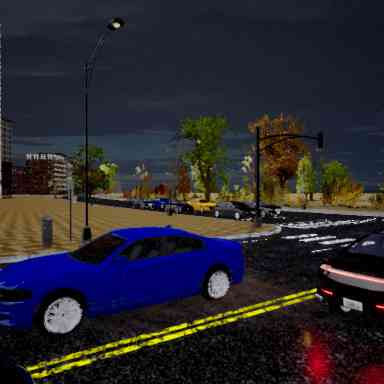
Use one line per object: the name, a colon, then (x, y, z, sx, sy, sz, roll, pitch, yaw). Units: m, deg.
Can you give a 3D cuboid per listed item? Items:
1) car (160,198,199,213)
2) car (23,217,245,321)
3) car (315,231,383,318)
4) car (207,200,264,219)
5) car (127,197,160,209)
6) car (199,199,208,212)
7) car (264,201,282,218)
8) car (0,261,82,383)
car: (-1.480, 1.647, 37.633, 1.994, 1.385, 4.181, 0, 0, -32)
car: (-1.169, 1.477, 6.769, 5.008, 1.535, 1.882, 0, 0, -34)
car: (4.444, 1.491, 6.410, 4.902, 1.511, 2.128, 0, 0, -34)
car: (3.732, 1.564, 29.198, 1.837, 1.490, 4.892, 0, 0, -32)
car: (-6.801, 1.596, 46.417, 2.128, 1.511, 4.902, 0, 0, -31)
car: (1.052, 1.549, 39.727, 1.882, 1.535, 5.008, 0, 0, -31)
car: (6.280, 1.539, 31.257, 2.128, 1.511, 4.902, 0, 0, -32)
car: (-3.141, 1.492, 1.169, 4.902, 1.511, 2.128, 0, 0, -35)
